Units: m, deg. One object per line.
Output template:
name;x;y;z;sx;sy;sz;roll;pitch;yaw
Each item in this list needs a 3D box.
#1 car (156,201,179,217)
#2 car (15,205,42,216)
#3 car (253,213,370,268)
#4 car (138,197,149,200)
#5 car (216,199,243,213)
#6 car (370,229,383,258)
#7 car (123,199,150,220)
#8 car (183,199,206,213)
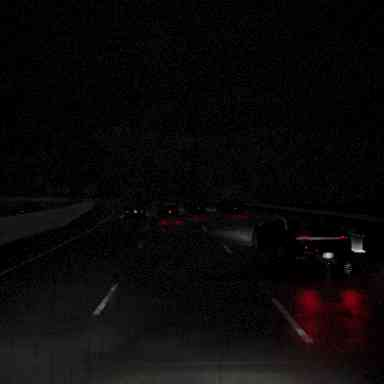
car;-2.377;1.568;31.821;1.812;1.442;4.674;0;0;-10
car;-17.722;1.756;36.134;1.837;1.490;4.892;-1;0;-11
car;3.409;1.449;11.155;2.128;1.511;4.902;-1;0;-4
car;-8.557;1.612;57.719;1.882;1.535;5.008;0;0;-18
car;3.983;1.450;36.140;2.128;1.511;4.902;-1;0;-11
car;6.941;1.474;9.782;1.994;1.385;4.181;-1;0;-3
car;-5.007;1.625;29.000;2.033;1.411;5.357;-1;0;-11
car;0.204;1.501;37.295;2.128;1.511;4.902;-1;0;-12
